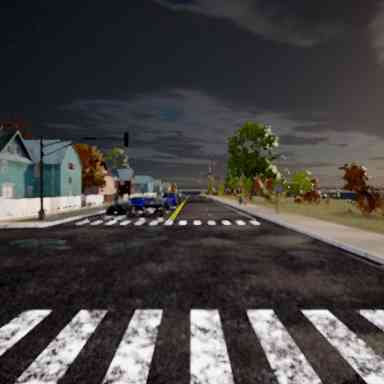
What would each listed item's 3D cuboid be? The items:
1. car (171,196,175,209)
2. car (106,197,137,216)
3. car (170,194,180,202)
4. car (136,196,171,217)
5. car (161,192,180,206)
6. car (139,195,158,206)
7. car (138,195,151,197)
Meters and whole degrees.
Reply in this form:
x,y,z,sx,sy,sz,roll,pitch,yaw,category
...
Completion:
x,y,z,sx,sy,sz,roll,pitch,yaw,category
-3.339,1.428,39.180,1.895,1.301,4.718,0,0,0,car
-6.591,1.460,31.017,1.895,1.301,4.718,0,0,0,car
-3.249,1.179,65.353,1.812,1.442,4.674,0,0,0,car
-3.341,1.355,29.933,2.128,1.511,4.902,0,0,0,car
-3.326,1.012,49.747,2.150,2.045,5.566,0,0,0,car
-6.569,1.276,50.658,2.128,1.511,4.902,0,0,0,car
-6.585,1.301,40.171,1.882,1.535,5.008,0,0,0,car
